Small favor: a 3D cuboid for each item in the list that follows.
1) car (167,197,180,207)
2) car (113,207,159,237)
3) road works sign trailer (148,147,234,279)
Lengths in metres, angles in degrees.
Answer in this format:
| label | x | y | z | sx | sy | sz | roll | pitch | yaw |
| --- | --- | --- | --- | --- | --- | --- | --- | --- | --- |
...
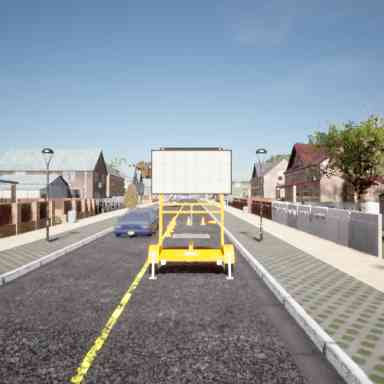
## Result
| label | x | y | z | sx | sy | sz | roll | pitch | yaw |
| --- | --- | --- | --- | --- | --- | --- | --- | --- | --- |
| car | -2.896 | 1.610 | 53.063 | 2.128 | 1.511 | 4.902 | 0 | 0 | 0 |
| car | -2.901 | 1.565 | 18.453 | 2.033 | 1.411 | 5.357 | 0 | 0 | 0 |
| road works sign trailer | -0.015 | 0.471 | 10.023 | 2.380 | 3.560 | 2.880 | 0 | 0 | 0 |
